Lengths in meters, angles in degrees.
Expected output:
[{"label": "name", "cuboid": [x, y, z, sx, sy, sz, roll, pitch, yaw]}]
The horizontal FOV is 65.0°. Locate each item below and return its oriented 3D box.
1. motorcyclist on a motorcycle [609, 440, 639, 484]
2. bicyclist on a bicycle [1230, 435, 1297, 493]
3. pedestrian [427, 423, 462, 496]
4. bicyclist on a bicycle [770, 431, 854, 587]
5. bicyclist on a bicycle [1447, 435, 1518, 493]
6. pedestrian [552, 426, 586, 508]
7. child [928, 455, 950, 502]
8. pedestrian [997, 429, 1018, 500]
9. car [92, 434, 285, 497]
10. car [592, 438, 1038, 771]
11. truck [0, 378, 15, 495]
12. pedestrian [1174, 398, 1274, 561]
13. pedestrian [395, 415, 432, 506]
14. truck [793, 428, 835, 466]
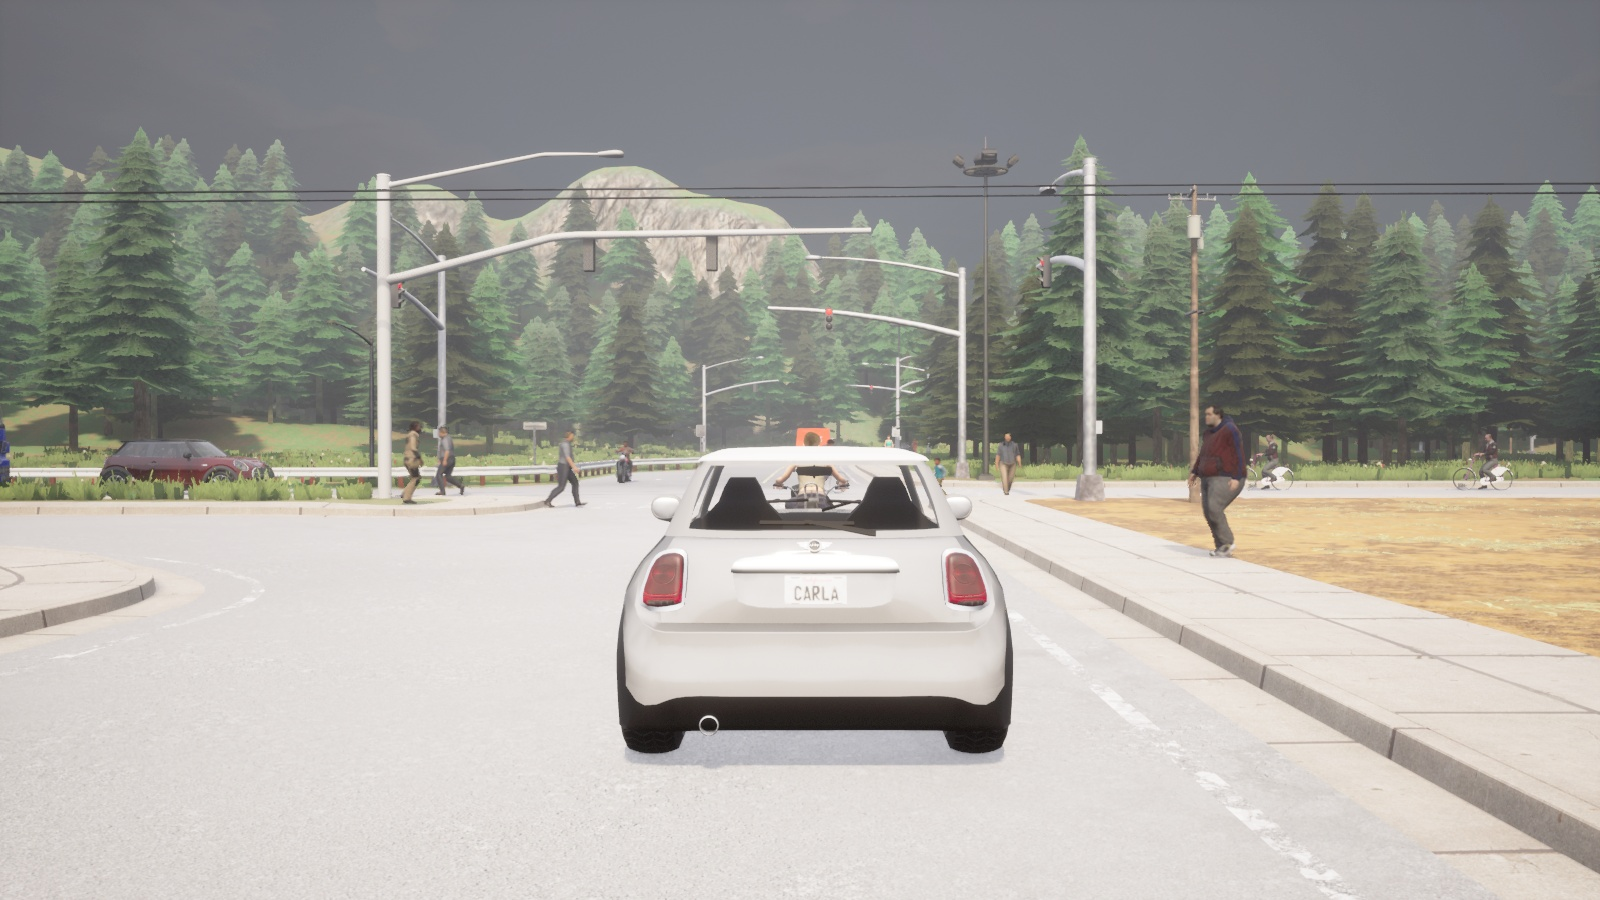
[{"label": "motorcyclist on a motorcycle", "cuboid": [-6.626, 0.433, 47.321, 0.766, 1.649, 2.350, 0, 1, 0]}, {"label": "bicyclist on a bicycle", "cuboid": [14.425, 0.424, 39.100, 1.843, 1.776, 0.659, 0, 0, 1]}, {"label": "pedestrian", "cuboid": [-9.049, 0.232, 31.959, 0.694, 1.848, 0.540, 0, 0, 7]}, {"label": "bicyclist on a bicycle", "cuboid": [0.123, 0.607, 13.751, 0.866, 1.612, 1.509, 0, 0, 0]}, {"label": "bicyclist on a bicycle", "cuboid": [21.146, 0.425, 38.926, 1.843, 1.776, 0.659, 0, 0, 1]}, {"label": "pedestrian", "cuboid": [-5.261, 0.389, 28.628, 0.694, 1.848, 0.540, 0, 0, -4]}, {"label": "child", "cuboid": [3.546, 0.732, 32.042, 0.448, 1.192, 0.343, 0, 0, -22]}, {"label": "pedestrian", "cuboid": [5.493, 0.378, 33.297, 0.540, 1.848, 0.694, 0, 0, 8]}, {"label": "car", "cuboid": [-17.662, 0.430, 36.426, 4.553, 1.767, 2.097, 0, 0, 1]}, {"label": "car", "cuboid": [0.070, 0.672, 7.459, 1.970, 1.475, 3.806, 0, 0, 0]}, {"label": "truck", "cuboid": [-27.787, -0.413, 36.683, 7.936, 3.462, 2.891, 0, 0, 1]}, {"label": "pedestrian", "cuboid": [4.912, 0.328, 14.584, 0.899, 1.844, 0.634, 0, 0, -10]}, {"label": "pedestrian", "cuboid": [-8.354, 0.224, 27.132, 0.692, 1.930, 0.396, 0, 0, -29]}, {"label": "truck", "cuboid": [0.965, -0.210, 83.654, 2.627, 2.467, 5.204, 0, 0, 2]}]
